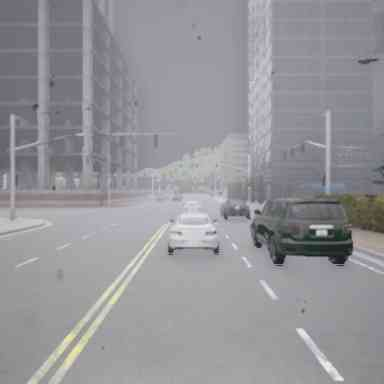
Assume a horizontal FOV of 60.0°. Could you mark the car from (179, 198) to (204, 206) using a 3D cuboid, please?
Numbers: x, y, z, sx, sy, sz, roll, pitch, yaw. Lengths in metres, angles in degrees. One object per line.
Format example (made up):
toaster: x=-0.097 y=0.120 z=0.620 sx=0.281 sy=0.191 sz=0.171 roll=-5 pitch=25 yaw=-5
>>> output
car: x=0.077 y=1.488 z=28.996 sx=1.812 sy=1.442 sz=4.674 roll=0 pitch=0 yaw=0

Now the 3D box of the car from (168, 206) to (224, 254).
car: x=0.067 y=1.509 z=13.213 sx=1.812 sy=1.442 sz=4.674 roll=0 pitch=0 yaw=0

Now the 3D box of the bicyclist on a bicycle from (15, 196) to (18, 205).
bicyclist on a bicycle: x=-26.436 y=1.240 z=49.726 sx=0.582 sy=1.620 sz=1.656 roll=0 pitch=0 yaw=1

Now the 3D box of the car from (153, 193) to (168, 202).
car: x=-6.993 y=1.262 z=72.855 sx=2.097 sy=1.767 sz=4.553 roll=0 pitch=0 yaw=0

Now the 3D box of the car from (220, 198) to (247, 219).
car: x=3.570 y=1.315 z=28.248 sx=2.097 sy=1.767 sz=4.553 roll=0 pitch=0 yaw=0

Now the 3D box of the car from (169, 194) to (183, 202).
car: x=-3.493 y=1.407 z=72.823 sx=1.837 sy=1.490 sz=4.892 roll=0 pitch=0 yaw=0

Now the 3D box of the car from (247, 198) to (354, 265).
car: x=3.556 y=1.205 z=11.738 sx=2.150 sy=2.045 sz=5.566 roll=0 pitch=0 yaw=0

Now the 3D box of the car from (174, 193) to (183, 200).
car: x=-3.492 y=1.199 z=88.498 sx=2.097 sy=1.767 sz=4.553 roll=0 pitch=0 yaw=0
